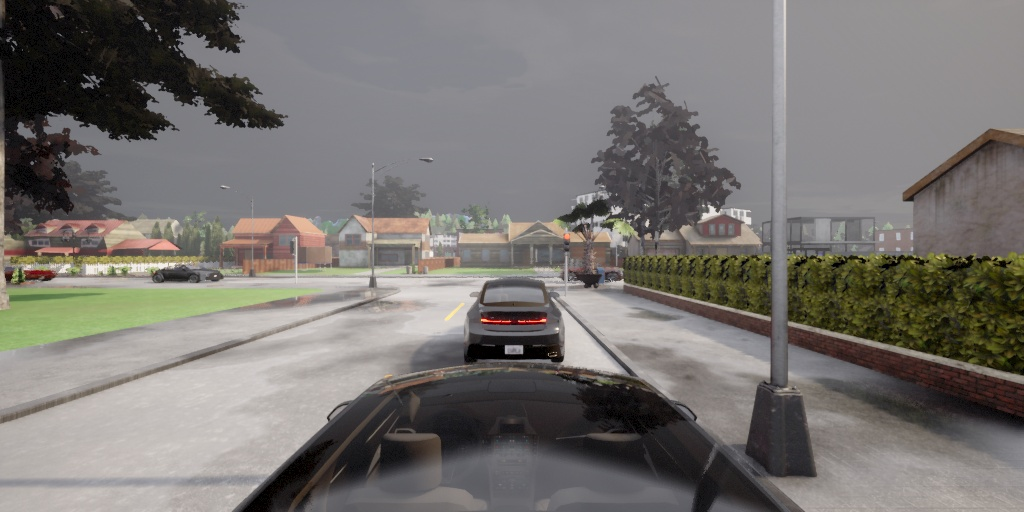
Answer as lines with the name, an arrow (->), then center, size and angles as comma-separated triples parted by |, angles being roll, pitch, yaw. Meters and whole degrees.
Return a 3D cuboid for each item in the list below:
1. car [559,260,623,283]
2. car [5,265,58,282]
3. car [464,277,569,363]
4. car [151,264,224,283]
car -> 5.883, 1.102, 26.844 | 4.553, 1.767, 2.097 | 0, 0, 0
car -> -37.368, 1.350, 26.810 | 4.718, 1.301, 1.895 | 0, 0, 0
car -> 0.055, 1.255, 8.167 | 1.837, 1.490, 4.892 | 0, 0, 1
car -> -24.180, 1.314, 26.815 | 4.181, 1.385, 1.994 | 0, 0, 0
